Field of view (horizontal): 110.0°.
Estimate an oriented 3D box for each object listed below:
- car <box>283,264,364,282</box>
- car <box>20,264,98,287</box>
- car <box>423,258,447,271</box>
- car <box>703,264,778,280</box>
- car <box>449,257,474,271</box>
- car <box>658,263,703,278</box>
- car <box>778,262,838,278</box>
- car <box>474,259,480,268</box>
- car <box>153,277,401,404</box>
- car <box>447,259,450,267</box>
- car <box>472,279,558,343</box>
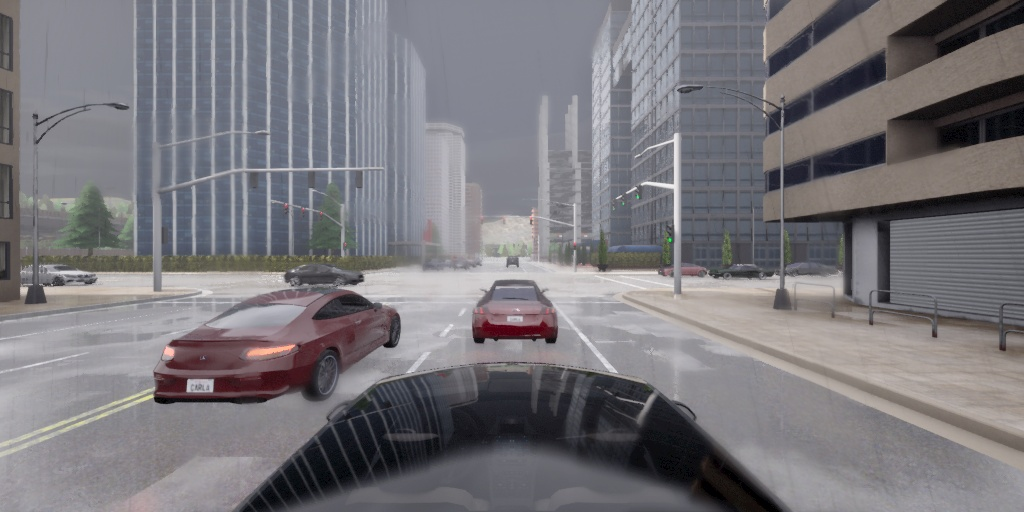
[{"bbox_3d":[-12.329,1.256,23.639,4.892,1.490,1.837,0,0,1],"label":"car"},{"bbox_3d":[-30.603,1.276,23.852,4.674,1.442,1.812,0,0,0],"label":"car"},{"bbox_3d":[-10.575,1.102,48.361,2.097,1.767,4.553,0,0,0],"label":"car"},{"bbox_3d":[19.371,1.351,30.511,4.718,1.301,1.895,0,0,1],"label":"car"},{"bbox_3d":[-7.071,1.241,50.886,2.128,1.511,4.902,0,0,0],"label":"car"},{"bbox_3d":[16.148,1.314,34.047,4.181,1.385,1.994,0,0,1],"label":"car"},{"bbox_3d":[27.511,1.297,33.926,5.357,1.411,2.033,0,0,1],"label":"car"},{"bbox_3d":[-7.057,1.275,60.841,1.812,1.442,4.674,0,0,1],"label":"car"},{"bbox_3d":[-3.441,1.276,6.280,1.812,1.442,4.674,0,0,0],"label":"car"},{"bbox_3d":[-10.568,1.276,58.177,1.812,1.442,4.674,0,0,1],"label":"car"},{"bbox_3d":[0.079,1.314,9.669,1.994,1.385,4.181,0,0,0],"label":"car"}]
